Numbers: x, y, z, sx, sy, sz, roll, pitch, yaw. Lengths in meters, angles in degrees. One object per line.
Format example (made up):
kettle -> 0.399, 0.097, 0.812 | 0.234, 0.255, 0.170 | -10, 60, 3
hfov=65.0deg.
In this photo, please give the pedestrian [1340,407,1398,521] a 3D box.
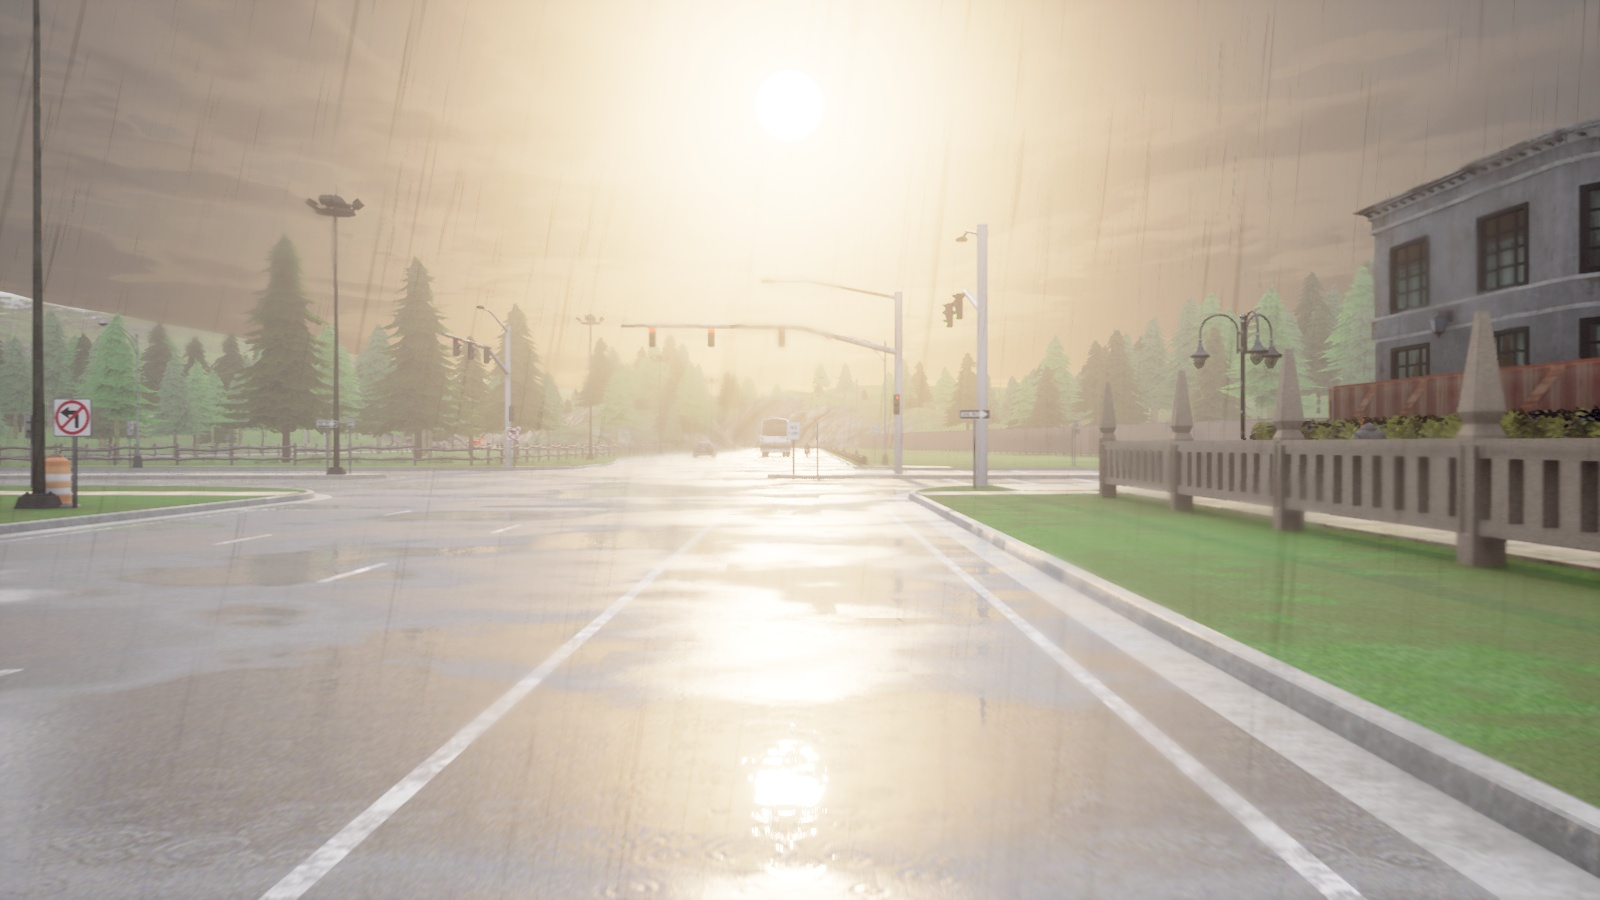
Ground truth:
pedestrian -> 10.006, 0.239, 22.105 | 0.659, 1.952, 0.873 | 0, 0, 3
